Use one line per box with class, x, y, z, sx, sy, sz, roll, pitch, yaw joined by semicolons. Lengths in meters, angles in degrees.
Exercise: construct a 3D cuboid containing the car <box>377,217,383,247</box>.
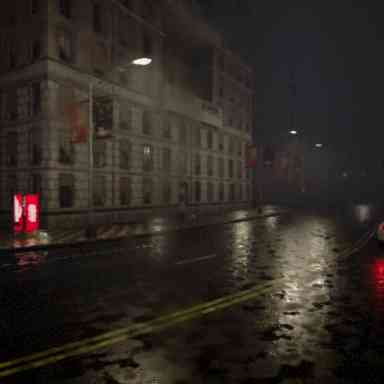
car;9.162;1.522;14.231;1.812;1.442;4.674;0;0;36
